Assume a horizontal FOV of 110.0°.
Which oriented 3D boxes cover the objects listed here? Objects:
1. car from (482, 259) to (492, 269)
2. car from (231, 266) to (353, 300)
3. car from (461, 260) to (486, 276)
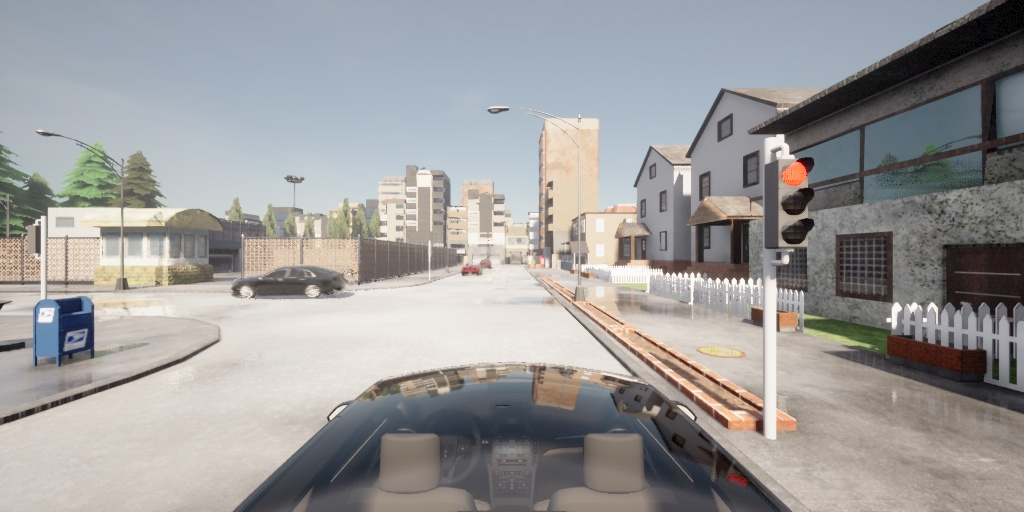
[{"bbox_3d":[-4.067,1.227,54.755,1.882,1.535,5.008,0,0,0],"label":"car"},{"bbox_3d":[-10.651,1.255,17.290,4.892,1.490,1.837,0,3,-5],"label":"car"},{"bbox_3d":[-4.113,1.351,37.257,1.895,1.301,4.718,0,0,0],"label":"car"}]
